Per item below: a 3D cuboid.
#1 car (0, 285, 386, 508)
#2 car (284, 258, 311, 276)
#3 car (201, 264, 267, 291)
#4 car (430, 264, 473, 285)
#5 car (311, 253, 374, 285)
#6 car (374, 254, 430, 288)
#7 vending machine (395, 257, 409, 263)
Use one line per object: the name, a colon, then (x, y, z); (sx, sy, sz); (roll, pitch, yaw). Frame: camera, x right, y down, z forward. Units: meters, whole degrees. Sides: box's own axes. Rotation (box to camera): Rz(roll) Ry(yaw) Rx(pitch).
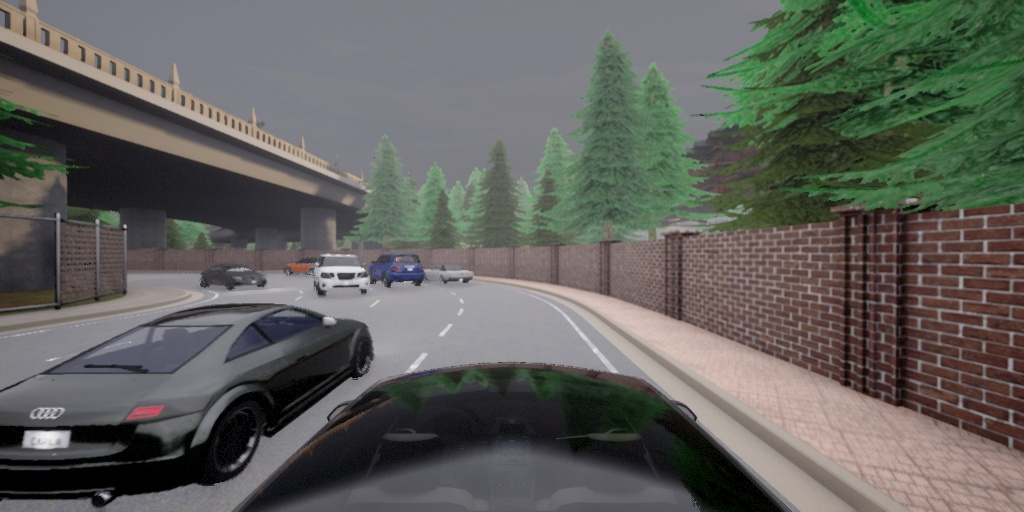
car: (-3.404, 1.300, 4.625); (1.994, 1.385, 4.181); (0, 0, 0)
car: (-19.189, 0.950, 33.841); (4.553, 1.767, 2.097); (0, 0, 19)
car: (-16.569, 1.183, 21.276); (4.674, 1.442, 1.812); (0, 0, 28)
car: (-4.692, 1.240, 25.144); (1.895, 1.301, 4.718); (0, 0, -37)
car: (-9.029, 0.891, 18.826); (2.150, 2.045, 5.566); (1, 0, -31)
car: (-7.606, 0.871, 23.103); (2.150, 2.045, 5.566); (1, 0, -37)
vending machine: (-10.670, 0.790, 34.762); (0.880, 2.100, 1.100); (0, 0, 26)
